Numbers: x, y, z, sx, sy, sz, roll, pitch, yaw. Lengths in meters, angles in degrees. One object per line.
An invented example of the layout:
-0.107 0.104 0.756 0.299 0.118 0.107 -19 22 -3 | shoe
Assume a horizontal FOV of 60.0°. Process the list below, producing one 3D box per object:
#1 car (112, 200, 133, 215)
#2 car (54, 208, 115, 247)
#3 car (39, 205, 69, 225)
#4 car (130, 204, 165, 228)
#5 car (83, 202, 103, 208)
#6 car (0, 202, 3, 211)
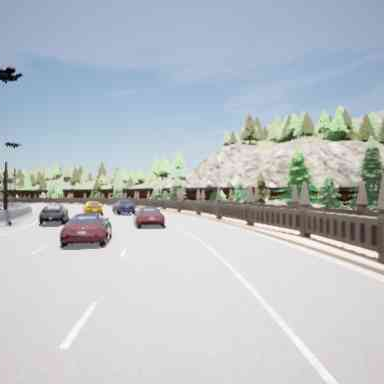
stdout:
-8.126 1.721 39.387 2.097 1.767 4.553 0 0 -22 | car
-5.004 1.717 16.102 1.994 1.385 4.181 0 -1 -9 | car
-11.018 1.774 26.699 2.128 1.511 4.902 0 -1 -16 | car
-3.186 1.777 24.380 1.994 1.385 4.181 0 -1 -14 | car
-11.528 1.865 38.556 1.882 1.535 5.008 0 -1 -22 | car
-29.190 2.107 49.282 1.882 1.535 5.008 0 -1 -33 | car
